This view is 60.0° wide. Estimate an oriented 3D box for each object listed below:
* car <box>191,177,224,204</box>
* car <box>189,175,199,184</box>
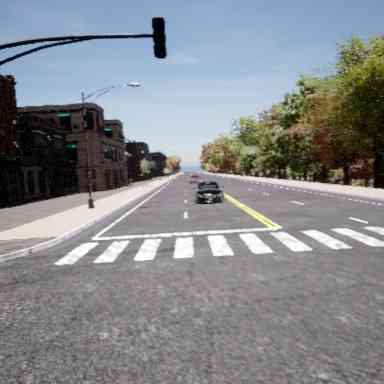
[{"bbox_3d":[1.110,-0.042,23.411,1.837,1.490,4.892,-3,5,-1],"label":"car"},{"bbox_3d":[0.501,-2.114,55.437,1.812,1.442,4.674,-3,4,-1],"label":"car"}]
